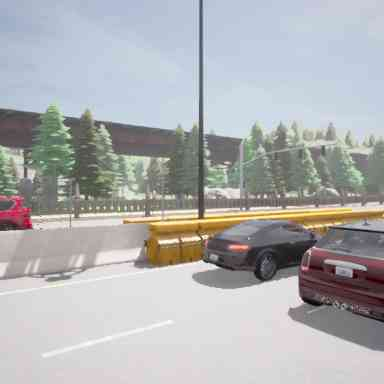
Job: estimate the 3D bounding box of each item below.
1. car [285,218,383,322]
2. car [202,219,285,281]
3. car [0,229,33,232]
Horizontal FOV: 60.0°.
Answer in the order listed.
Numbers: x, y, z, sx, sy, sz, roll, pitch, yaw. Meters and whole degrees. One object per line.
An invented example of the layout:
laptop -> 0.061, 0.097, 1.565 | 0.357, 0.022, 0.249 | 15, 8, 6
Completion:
car -> 4.269, 1.352, 6.802 | 4.553, 1.767, 2.097 | 0, 0, -36
car -> 2.435, 1.526, 9.789 | 4.674, 1.442, 1.812 | 1, 0, -35
car -> -9.850, 1.221, 14.135 | 5.566, 2.045, 2.150 | 0, 0, -35
